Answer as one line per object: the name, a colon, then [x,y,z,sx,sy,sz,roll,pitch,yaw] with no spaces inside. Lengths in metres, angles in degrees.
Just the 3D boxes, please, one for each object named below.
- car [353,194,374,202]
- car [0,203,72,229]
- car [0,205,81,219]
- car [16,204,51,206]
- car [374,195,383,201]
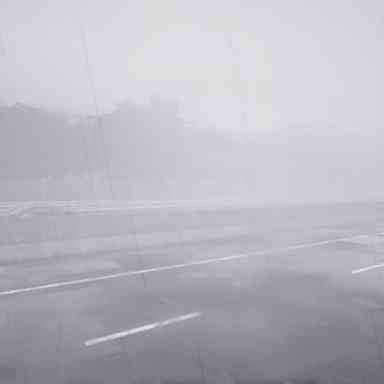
car: [24.079,0.974,45.792,4.181,1.385,1.994,-1,1,-33]
car: [-10.939,1.518,21.969,5.357,1.411,2.033,0,0,-35]
car: [-7.100,1.525,16.111,5.357,1.411,2.033,0,0,-35]
car: [-9.044,1.479,19.016,4.892,1.490,1.837,0,0,-35]
car: [26.234,0.899,43.019,4.902,1.511,2.128,-2,1,-33]
